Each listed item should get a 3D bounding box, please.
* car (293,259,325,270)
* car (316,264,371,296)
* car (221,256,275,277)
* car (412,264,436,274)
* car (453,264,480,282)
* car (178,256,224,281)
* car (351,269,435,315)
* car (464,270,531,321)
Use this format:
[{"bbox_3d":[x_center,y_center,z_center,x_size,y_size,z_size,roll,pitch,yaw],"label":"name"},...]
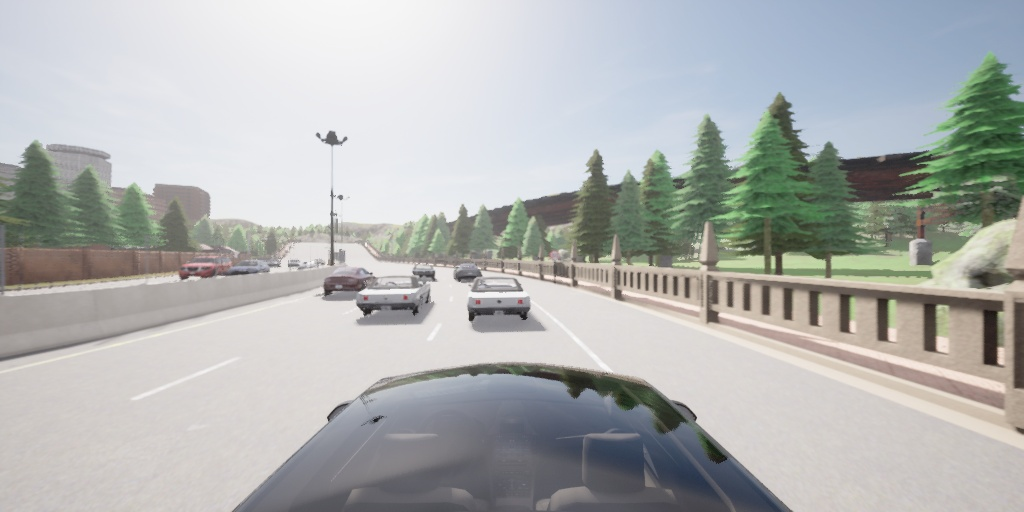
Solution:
[{"bbox_3d":[-21.804,1.271,38.835,2.128,1.511,4.902,0,0,-23],"label":"car"},{"bbox_3d":[-8.611,1.286,19.300,1.812,1.442,4.674,0,0,-10],"label":"car"},{"bbox_3d":[-22.470,1.134,30.758,2.097,1.767,4.553,0,0,-19],"label":"car"},{"bbox_3d":[-7.703,1.355,31.040,1.895,1.301,4.718,0,0,-16],"label":"car"},{"bbox_3d":[-3.717,1.308,29.501,1.994,1.385,4.181,0,0,-14],"label":"car"},{"bbox_3d":[-26.214,1.015,30.993,2.150,2.045,5.566,0,0,-19],"label":"car"},{"bbox_3d":[-4.211,1.355,13.523,1.895,1.301,4.718,0,0,-6],"label":"car"},{"bbox_3d":[-0.590,1.348,12.531,1.895,1.301,4.718,0,0,-6],"label":"car"}]
